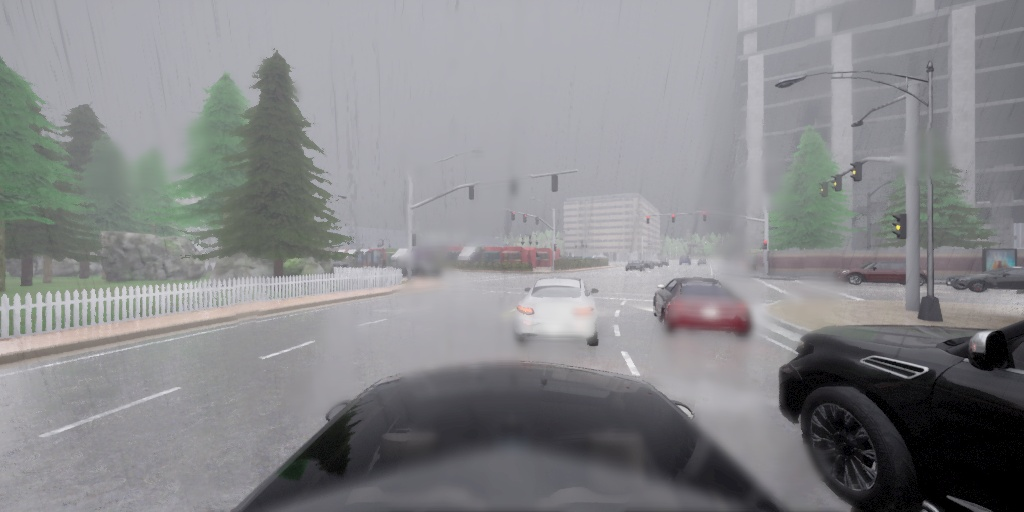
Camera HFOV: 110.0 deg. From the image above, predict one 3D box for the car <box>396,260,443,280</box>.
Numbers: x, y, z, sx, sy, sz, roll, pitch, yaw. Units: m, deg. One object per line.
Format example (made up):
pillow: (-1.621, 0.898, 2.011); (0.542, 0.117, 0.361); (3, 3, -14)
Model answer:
car: (-8.430, 1.157, 32.490); (4.553, 1.767, 2.097); (0, 0, 30)

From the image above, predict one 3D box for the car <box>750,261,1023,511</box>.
car: (3.736, 0.971, 1.168); (2.150, 2.045, 5.566); (0, 0, 0)

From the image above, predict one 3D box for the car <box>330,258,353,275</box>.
car: (-19.692, 1.029, 38.894); (5.566, 2.045, 2.150); (0, 0, 30)

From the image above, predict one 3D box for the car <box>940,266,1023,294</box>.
car: (27.983, 1.331, 20.154); (4.674, 1.442, 1.812); (0, 0, 29)

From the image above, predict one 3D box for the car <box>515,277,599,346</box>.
car: (1.267, 1.276, 9.387); (1.812, 1.442, 4.674); (0, 0, 11)

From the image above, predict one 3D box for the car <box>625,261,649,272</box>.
car: (16.436, 1.314, 47.656); (1.994, 1.385, 4.181); (0, 0, 29)

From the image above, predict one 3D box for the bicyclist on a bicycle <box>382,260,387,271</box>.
bicyclist on a bicycle: (-15.776, 1.258, 44.233); (0.582, 1.620, 1.656); (0, 0, -23)

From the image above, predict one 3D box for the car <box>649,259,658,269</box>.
car: (20.756, 1.351, 55.397); (1.895, 1.301, 4.718); (0, 0, 29)

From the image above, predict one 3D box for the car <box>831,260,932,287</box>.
car: (25.891, 1.157, 25.386); (4.553, 1.767, 2.097); (0, 0, 29)

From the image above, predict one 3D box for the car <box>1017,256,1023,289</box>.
car: (34.233, 1.027, 20.663); (5.566, 2.045, 2.150); (0, 0, 30)

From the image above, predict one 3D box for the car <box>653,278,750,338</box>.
car: (5.287, 1.314, 10.398); (1.994, 1.385, 4.181); (0, 0, 17)
